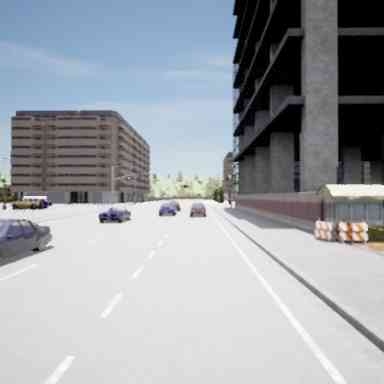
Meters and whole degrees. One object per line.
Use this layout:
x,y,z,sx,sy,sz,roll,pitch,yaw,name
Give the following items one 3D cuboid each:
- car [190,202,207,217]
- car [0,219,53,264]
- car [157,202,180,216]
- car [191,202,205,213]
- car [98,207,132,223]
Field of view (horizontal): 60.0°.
0.703,2.002,37.132,2.033,1.411,5.357,0,-1,2,car
-6.901,1.690,11.962,2.033,1.411,5.357,0,-1,1,car
-2.770,1.994,38.481,1.812,1.442,4.674,0,-1,1,car
0.863,2.144,47.462,1.994,1.385,4.181,0,-1,1,car
-6.585,1.949,28.799,1.895,1.301,4.718,0,-1,1,car
